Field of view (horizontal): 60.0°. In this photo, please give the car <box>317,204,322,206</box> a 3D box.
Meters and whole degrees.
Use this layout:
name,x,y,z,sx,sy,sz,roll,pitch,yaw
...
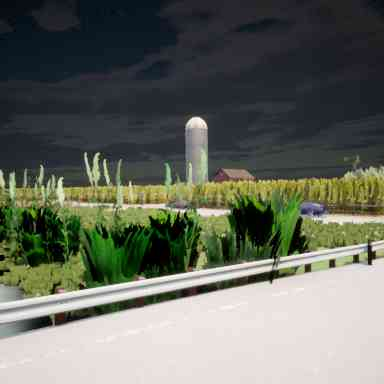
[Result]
name,x,y,z,sx,sy,sz,roll,pitch,yaw
car,11.395,1.752,33.830,1.812,1.442,4.674,-1,1,-42
